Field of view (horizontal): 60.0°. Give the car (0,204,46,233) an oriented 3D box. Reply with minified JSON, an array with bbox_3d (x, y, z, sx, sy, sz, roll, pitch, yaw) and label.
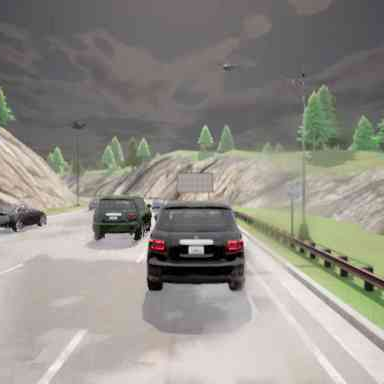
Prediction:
[{"bbox_3d":[-10.409,1.479,19.710,2.128,1.511,4.902,0,0,0],"label":"car"}]

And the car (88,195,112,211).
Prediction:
[{"bbox_3d":[-11.198,1.332,40.723,2.097,1.767,4.553,0,0,-6],"label":"car"}]

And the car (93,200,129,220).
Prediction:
[{"bbox_3d":[-6.989,1.476,29.309,2.128,1.511,4.902,0,0,-1],"label":"car"}]

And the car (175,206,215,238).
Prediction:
[{"bbox_3d":[0.125,1.548,18.350,1.994,1.385,4.181,0,0,-1],"label":"car"}]

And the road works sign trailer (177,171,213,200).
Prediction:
[{"bbox_3d":[0.204,0.453,21.847,2.380,3.560,2.880,0,0,0],"label":"road works sign trailer"}]

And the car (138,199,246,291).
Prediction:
[{"bbox_3d":[0.094,1.217,9.136,2.150,2.045,5.566,0,0,0],"label":"car"}]

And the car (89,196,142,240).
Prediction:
[{"bbox_3d":[-3.410,1.213,17.090,2.150,2.045,5.566,0,0,0],"label":"car"}]

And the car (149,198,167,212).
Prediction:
[{"bbox_3d":[-4.064,1.526,40.279,2.033,1.411,5.357,0,0,-5],"label":"car"}]
